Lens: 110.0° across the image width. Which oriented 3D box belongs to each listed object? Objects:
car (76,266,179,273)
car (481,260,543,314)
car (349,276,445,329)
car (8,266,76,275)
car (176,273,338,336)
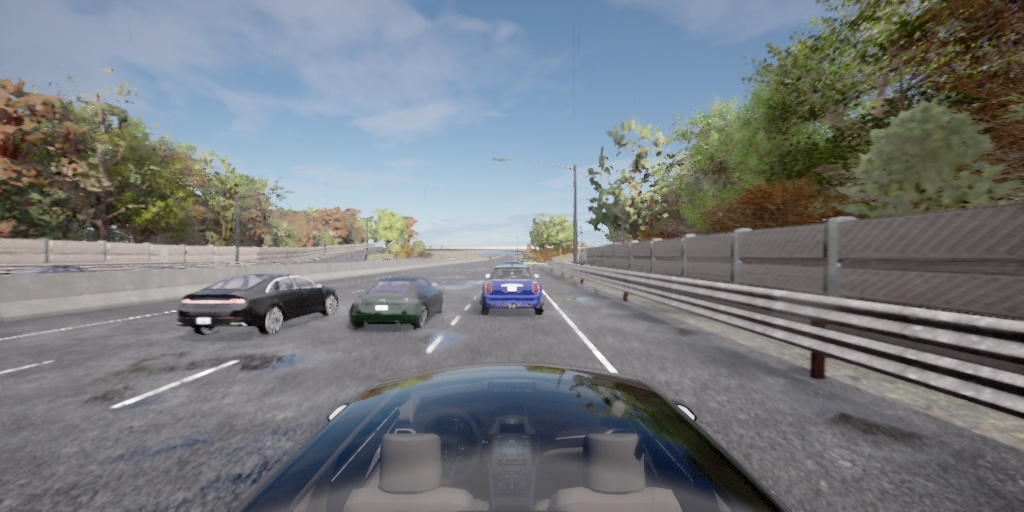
[{"bbox_3d":[-21.089,1.312,20.954,2.033,1.411,5.357,0,0,0],"label":"car"},{"bbox_3d":[0.005,1.107,13.955,2.097,1.767,4.553,0,0,0],"label":"car"},{"bbox_3d":[-3.393,1.318,11.339,1.994,1.385,4.181,0,0,0],"label":"car"},{"bbox_3d":[-28.089,1.314,21.851,2.033,1.411,5.357,0,0,0],"label":"car"},{"bbox_3d":[-6.895,1.245,10.441,2.128,1.511,4.902,0,0,0],"label":"car"}]
